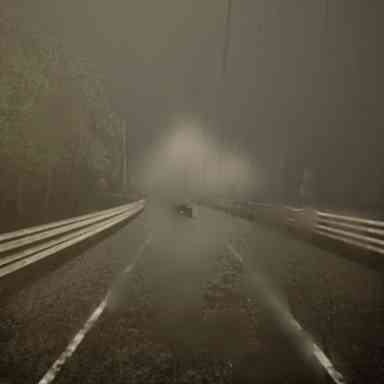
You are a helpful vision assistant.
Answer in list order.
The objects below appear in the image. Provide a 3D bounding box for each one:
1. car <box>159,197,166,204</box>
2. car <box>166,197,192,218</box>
[{"bbox_3d":[-4.882,1.522,60.874,1.994,1.385,4.181,0,0,-10],"label":"car"},{"bbox_3d":[-1.063,1.481,30.143,2.128,1.511,4.902,0,0,-5],"label":"car"}]
